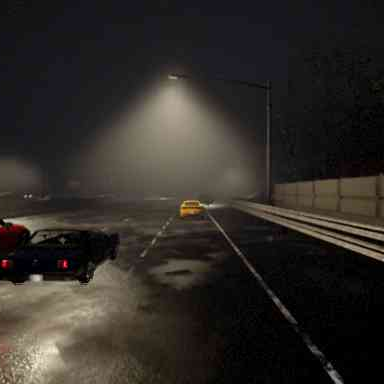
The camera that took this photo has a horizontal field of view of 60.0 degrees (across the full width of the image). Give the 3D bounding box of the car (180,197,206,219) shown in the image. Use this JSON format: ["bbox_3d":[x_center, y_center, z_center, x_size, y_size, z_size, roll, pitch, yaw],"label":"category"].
[{"bbox_3d":[-0.007,1.497,29.505,1.882,1.535,5.008,0,0,0],"label":"car"}]

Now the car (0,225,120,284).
[{"bbox_3d":[-3.403,1.603,9.504,1.895,1.301,4.718,0,0,0],"label":"car"}]

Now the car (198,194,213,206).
[{"bbox_3d":[2.251,1.326,58.049,2.150,2.045,5.566,2,0,13],"label":"car"}]

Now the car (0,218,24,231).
[{"bbox_3d":[-6.902,1.354,10.341,2.097,1.767,4.553,0,0,0],"label":"car"}]
